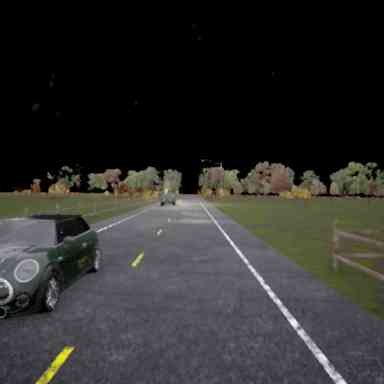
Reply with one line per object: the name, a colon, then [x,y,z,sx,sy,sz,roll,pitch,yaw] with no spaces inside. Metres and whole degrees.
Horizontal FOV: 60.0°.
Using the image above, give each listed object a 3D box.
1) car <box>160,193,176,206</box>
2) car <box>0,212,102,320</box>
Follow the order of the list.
car: [-3.641,1.103,50.987,2.150,2.045,5.566,0,0,0]
car: [-3.610,1.334,7.551,2.097,1.767,4.553,0,0,0]
